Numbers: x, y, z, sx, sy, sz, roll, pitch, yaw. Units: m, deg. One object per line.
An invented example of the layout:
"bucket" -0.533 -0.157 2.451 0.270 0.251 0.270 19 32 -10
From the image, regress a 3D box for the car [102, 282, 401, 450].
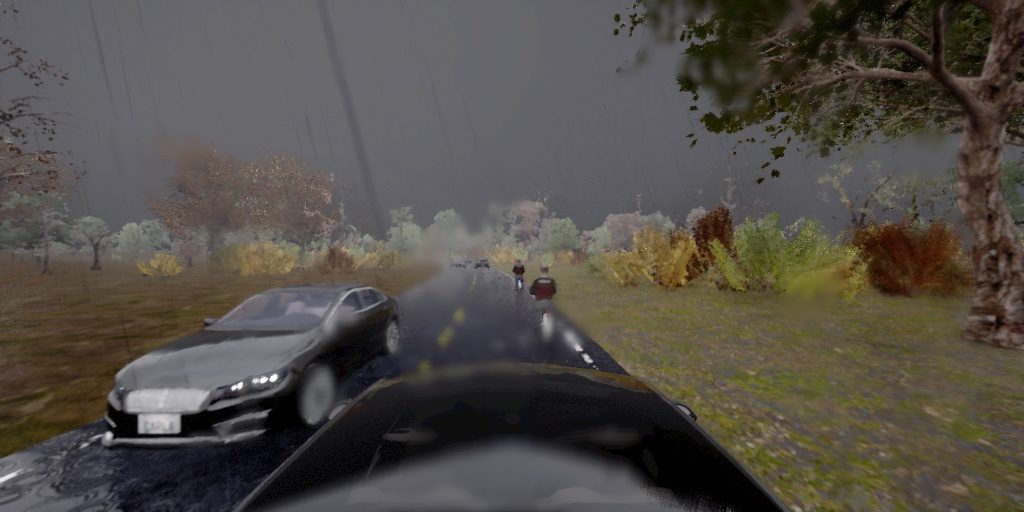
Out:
"car" -3.191 1.217 5.642 2.128 1.511 4.902 0 0 -1

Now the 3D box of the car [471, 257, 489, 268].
"car" -4.321 0.939 50.512 1.837 1.490 4.892 0 0 -10

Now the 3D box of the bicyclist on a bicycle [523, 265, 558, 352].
"bicyclist on a bicycle" 0.698 1.080 7.903 0.659 1.776 1.843 0 1 -1

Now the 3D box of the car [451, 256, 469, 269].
"car" -7.232 0.952 48.720 1.837 1.490 4.892 0 0 -10

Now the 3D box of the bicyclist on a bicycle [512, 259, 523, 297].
"bicyclist on a bicycle" 0.322 1.021 16.965 0.659 1.776 1.843 0 1 -3
